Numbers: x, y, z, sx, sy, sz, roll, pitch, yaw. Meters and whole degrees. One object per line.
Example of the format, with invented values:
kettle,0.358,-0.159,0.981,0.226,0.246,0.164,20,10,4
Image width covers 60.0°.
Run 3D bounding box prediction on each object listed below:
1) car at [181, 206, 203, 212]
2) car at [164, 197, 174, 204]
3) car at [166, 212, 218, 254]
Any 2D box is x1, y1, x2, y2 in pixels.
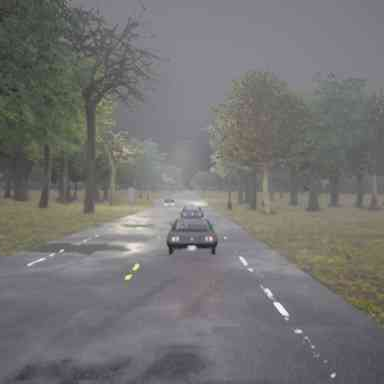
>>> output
car,0.018,1.852,29.112,1.895,1.301,4.718,0,0,0
car,-4.947,1.829,72.439,1.994,1.385,4.181,0,0,-7
car,0.009,1.730,14.115,1.895,1.301,4.718,0,0,0
